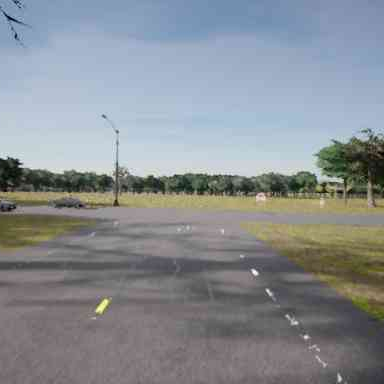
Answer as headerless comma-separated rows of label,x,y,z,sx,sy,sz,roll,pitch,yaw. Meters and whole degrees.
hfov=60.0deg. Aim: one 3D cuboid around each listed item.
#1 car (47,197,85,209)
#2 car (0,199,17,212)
car,-14.926,1.220,39.580,4.181,1.385,1.994,2,1,0
car,-19.519,1.220,32.592,4.181,1.385,1.994,2,1,0
